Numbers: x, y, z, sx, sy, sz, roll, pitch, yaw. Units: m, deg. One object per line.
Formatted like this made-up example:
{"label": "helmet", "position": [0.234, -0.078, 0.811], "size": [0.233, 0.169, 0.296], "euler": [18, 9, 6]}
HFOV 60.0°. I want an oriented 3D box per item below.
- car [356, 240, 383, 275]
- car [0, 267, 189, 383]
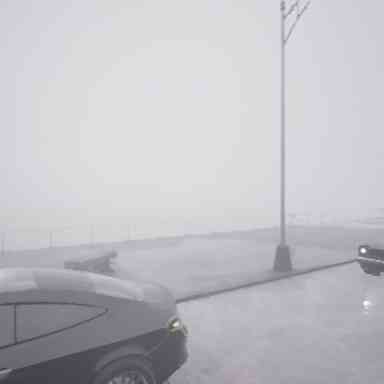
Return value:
{"label": "car", "position": [6.635, 1.616, 9.350], "size": [4.718, 1.301, 1.895], "euler": [0, 0, -36]}
{"label": "car", "position": [-2.191, 1.531, 3.017], "size": [4.674, 1.442, 1.812], "euler": [0, 0, -36]}
